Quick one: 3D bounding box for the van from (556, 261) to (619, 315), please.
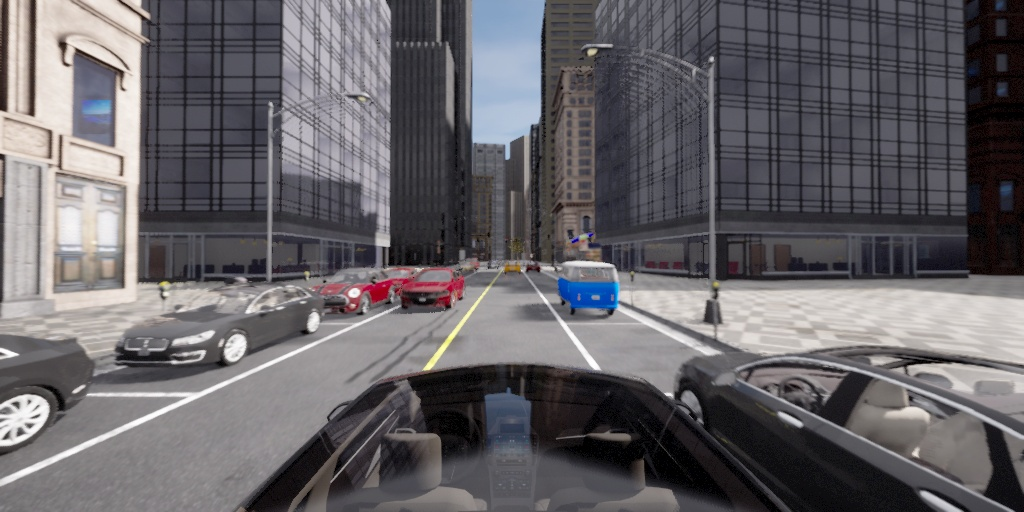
[{"bbox_3d":[2.672,1.100,13.330,1.690,1.789,3.998,0,0,0],"label":"van"}]

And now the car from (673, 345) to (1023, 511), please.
[{"bbox_3d":[2.669,1.300,2.410,2.007,1.370,4.403,0,0,0],"label":"car"}]

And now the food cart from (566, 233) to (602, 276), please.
[{"bbox_3d":[5.642,0.252,26.603,2.280,3.560,4.660,0,0,0],"label":"food cart"}]

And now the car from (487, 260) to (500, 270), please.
[{"bbox_3d":[-2.984,1.458,58.397,2.128,1.511,4.902,0,0,0],"label":"car"}]

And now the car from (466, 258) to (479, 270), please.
[{"bbox_3d":[-5.842,1.205,51.550,2.192,1.841,5.009,0,0,0],"label":"car"}]

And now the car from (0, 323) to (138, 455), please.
[{"bbox_3d":[-5.856,1.301,2.420,2.007,1.370,4.403,0,0,0],"label":"car"}]

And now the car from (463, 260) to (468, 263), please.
[{"bbox_3d":[-5.847,1.382,35.173,1.948,1.339,4.313,0,0,0],"label":"car"}]

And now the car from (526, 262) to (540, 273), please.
[{"bbox_3d":[2.681,1.407,46.086,1.888,1.381,4.507,0,0,0],"label":"car"}]

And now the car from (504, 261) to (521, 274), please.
[{"bbox_3d":[0.074,1.323,42.606,1.882,1.535,5.008,0,0,0],"label":"car"}]

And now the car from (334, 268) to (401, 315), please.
[{"bbox_3d":[-5.853,1.200,13.338,1.967,1.591,4.097,0,0,0],"label":"car"}]

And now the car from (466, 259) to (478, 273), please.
[{"bbox_3d":[-5.844,1.388,45.921,1.751,1.417,4.829,0,0,0],"label":"car"}]

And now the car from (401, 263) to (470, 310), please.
[{"bbox_3d":[-3.095,1.240,14.893,1.882,1.535,5.008,0,0,0],"label":"car"}]

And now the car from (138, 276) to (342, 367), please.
[{"bbox_3d":[-5.855,1.305,7.880,2.007,1.370,4.403,0,0,0],"label":"car"}]
